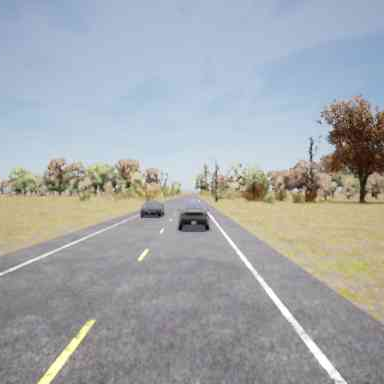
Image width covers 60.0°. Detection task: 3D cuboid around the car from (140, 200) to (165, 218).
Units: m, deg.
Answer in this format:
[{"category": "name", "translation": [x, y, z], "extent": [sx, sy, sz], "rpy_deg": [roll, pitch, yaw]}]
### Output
[{"category": "car", "translation": [-3.584, 1.502, 30.705], "extent": [1.882, 1.535, 5.008], "rpy_deg": [0, 0, 0]}]

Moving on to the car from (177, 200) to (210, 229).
[{"category": "car", "translation": [0.109, 1.522, 21.648], "extent": [1.837, 1.490, 4.892], "rpy_deg": [0, 0, 0]}]
